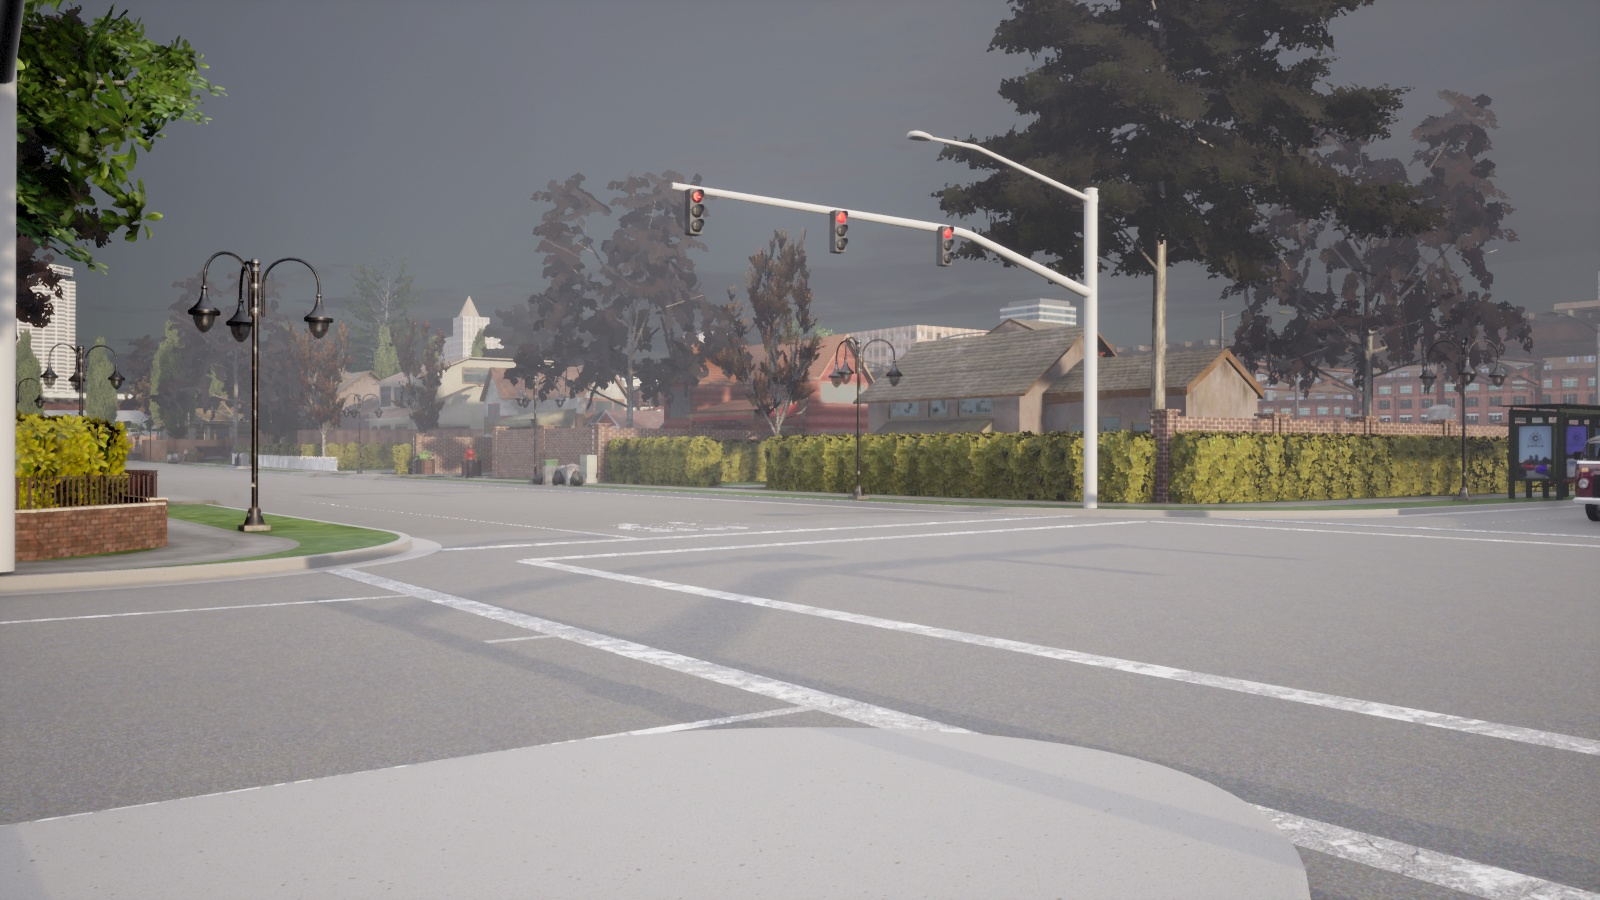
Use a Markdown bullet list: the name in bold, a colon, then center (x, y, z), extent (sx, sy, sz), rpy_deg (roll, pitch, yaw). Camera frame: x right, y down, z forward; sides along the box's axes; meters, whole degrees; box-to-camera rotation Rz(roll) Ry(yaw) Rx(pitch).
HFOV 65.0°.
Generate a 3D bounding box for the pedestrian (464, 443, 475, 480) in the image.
- **pedestrian**: center (-16.660, 0.597, 63.346), extent (0.331, 1.846, 0.636), rpy_deg (0, 0, -36)

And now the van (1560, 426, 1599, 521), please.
- **van**: center (19.200, 0.494, 28.228), extent (4.480, 2.038, 2.069), rpy_deg (0, 0, -37)
